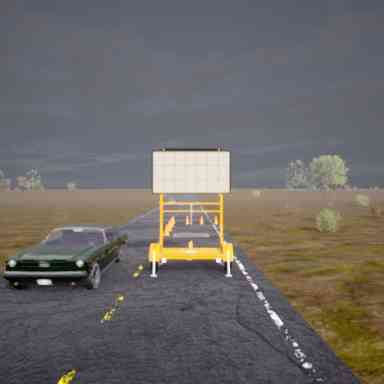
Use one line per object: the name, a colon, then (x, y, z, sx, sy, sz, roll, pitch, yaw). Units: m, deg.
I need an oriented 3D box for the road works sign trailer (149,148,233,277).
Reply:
road works sign trailer: (-0.021, 0.463, 10.236, 2.380, 3.560, 2.880, 0, 0, 0)

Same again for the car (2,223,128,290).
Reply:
car: (-3.115, 1.600, 9.220, 1.895, 1.301, 4.718, 0, 0, 0)

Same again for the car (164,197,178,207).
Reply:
car: (-3.197, 1.487, 51.486, 2.128, 1.511, 4.902, 0, 0, 0)
